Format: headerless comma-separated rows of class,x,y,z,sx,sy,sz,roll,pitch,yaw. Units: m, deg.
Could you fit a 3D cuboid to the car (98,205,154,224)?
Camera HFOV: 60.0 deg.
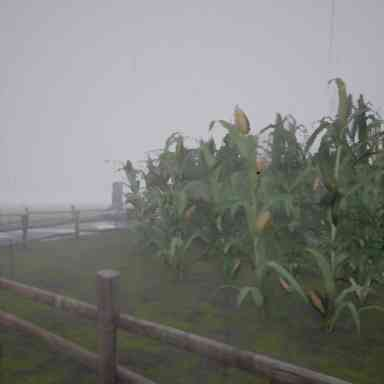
car,-5.248,1.773,27.904,2.033,1.411,5.357,0,0,35

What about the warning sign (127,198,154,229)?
warning sign,-3.322,1.334,21.418,1.300,1.860,1.060,0,0,35
